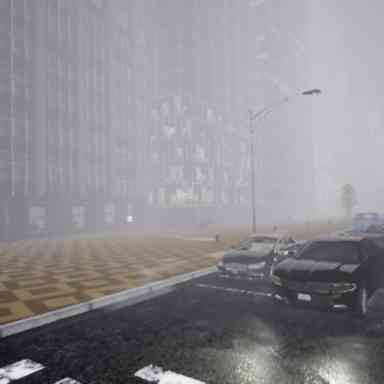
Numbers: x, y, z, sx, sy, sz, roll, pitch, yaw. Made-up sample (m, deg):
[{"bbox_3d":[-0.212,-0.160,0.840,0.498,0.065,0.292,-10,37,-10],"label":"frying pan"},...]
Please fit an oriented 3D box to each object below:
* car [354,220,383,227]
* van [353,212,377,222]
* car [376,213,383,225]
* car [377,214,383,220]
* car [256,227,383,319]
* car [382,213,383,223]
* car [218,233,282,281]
[{"bbox_3d":[9.579,2.322,16.730,1.994,1.385,4.181,-3,-4,36],"label":"car"},{"bbox_3d":[15.589,2.694,29.626,1.690,1.788,3.998,-4,-4,35],"label":"van"},{"bbox_3d":[25.414,3.494,43.324,2.008,1.369,4.403,-4,-4,35],"label":"car"},{"bbox_3d":[15.962,2.488,25.653,2.097,1.767,4.553,-3,-4,36],"label":"car"},{"bbox_3d":[3.736,1.892,8.589,1.882,1.535,5.008,-3,-4,37],"label":"car"},{"bbox_3d":[28.588,3.661,47.758,1.752,1.417,4.829,-4,-4,35],"label":"car"},{"bbox_3d":[2.501,2.130,11.330,2.008,1.369,4.403,-4,-4,35],"label":"car"}]
